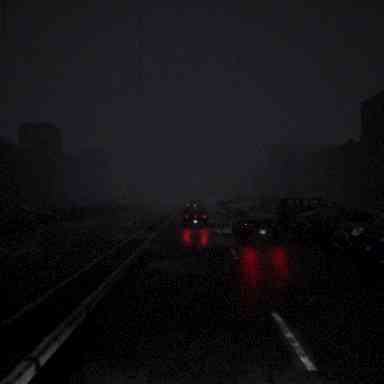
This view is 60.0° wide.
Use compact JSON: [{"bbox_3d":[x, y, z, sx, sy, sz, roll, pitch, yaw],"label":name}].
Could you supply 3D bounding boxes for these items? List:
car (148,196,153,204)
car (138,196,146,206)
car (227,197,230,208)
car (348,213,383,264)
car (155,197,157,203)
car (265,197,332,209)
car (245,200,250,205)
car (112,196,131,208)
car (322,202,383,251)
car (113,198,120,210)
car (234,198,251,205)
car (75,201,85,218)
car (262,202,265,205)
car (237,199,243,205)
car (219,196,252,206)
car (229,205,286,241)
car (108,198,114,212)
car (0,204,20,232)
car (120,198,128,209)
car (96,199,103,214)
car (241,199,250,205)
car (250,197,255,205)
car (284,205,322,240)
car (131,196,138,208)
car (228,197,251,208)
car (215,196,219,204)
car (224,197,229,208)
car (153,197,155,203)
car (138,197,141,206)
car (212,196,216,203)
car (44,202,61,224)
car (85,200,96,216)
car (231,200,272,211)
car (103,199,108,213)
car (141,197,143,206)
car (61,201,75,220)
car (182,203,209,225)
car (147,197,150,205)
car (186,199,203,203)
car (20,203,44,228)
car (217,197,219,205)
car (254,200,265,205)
[{"bbox_3d":[-12.205,2.267,77.145,5.008,1.535,2.097,0,-1,0],"label":"car"},{"bbox_3d":[-12.463,2.109,66.039,5.366,1.575,1.946,0,-1,0],"label":"car"},{"bbox_3d":[7.957,1.912,48.461,4.792,1.488,2.163,0,-1,0],"label":"car"},{"bbox_3d":[7.692,1.517,9.859,5.008,1.535,2.097,0,0,0],"label":"car"},{"bbox_3d":[-12.143,2.092,82.706,5.566,2.045,2.435,0,-1,0],"label":"car"},{"bbox_3d":[7.794,1.350,20.889,5.566,2.045,2.435,0,0,0],"label":"car"},{"bbox_3d":[7.862,1.728,31.915,4.792,1.488,2.163,0,-1,0],"label":"car"},{"bbox_3d":[-12.422,1.803,52.110,4.553,1.767,2.185,0,-1,0],"label":"car"},{"bbox_3d":[7.746,1.412,12.617,4.553,1.767,2.185,0,0,0],"label":"car"},{"bbox_3d":[-12.464,1.829,43.683,4.892,1.521,2.231,0,-1,0],"label":"car"},{"bbox_3d":[7.854,1.815,40.186,4.792,1.488,2.163,0,-1,0],"label":"car"},{"bbox_3d":[-12.598,1.711,29.788,4.792,1.488,2.163,0,-1,0],"label":"car"},{"bbox_3d":[7.753,1.653,23.646,4.792,1.488,2.163,0,-1,0],"label":"car"},{"bbox_3d":[7.837,1.784,37.430,4.792,1.488,2.163,0,-1,0],"label":"car"},{"bbox_3d":[7.934,1.740,56.735,5.566,2.045,2.435,0,-1,0],"label":"car"},{"bbox_3d":[3.203,1.618,17.259,1.812,1.442,4.674,0,0,0],"label":"car"},{"bbox_3d":[-12.509,1.826,40.904,4.792,1.488,2.163,0,-1,0],"label":"car"},{"bbox_3d":[-12.630,1.455,18.682,4.553,1.767,2.185,0,-1,0],"label":"car"},{"bbox_3d":[-12.410,1.933,49.238,4.674,1.452,2.002,0,-1,0],"label":"car"},{"bbox_3d":[-12.529,1.739,35.471,4.892,1.521,2.231,0,-1,0],"label":"car"},{"bbox_3d":[7.847,1.767,34.709,4.674,1.452,2.002,0,-1,0],"label":"car"},{"bbox_3d":[7.784,1.547,29.160,4.553,1.767,2.185,0,-1,0],"label":"car"},{"bbox_3d":[7.746,1.619,18.130,4.674,1.452,2.002,0,0,0],"label":"car"},{"bbox_3d":[-12.395,1.712,54.924,5.566,2.045,2.435,0,-1,0],"label":"car"},{"bbox_3d":[7.714,1.814,42.944,5.366,1.575,1.946,0,-1,0],"label":"car"},{"bbox_3d":[7.999,2.113,73.276,4.553,1.767,2.185,0,-1,0],"label":"car"},{"bbox_3d":[8.124,1.914,51.219,5.366,1.575,1.946,0,-1,0],"label":"car"},{"bbox_3d":[-12.179,2.306,79.924,4.892,1.521,2.231,0,-1,0],"label":"car"},{"bbox_3d":[-12.294,2.065,60.480,4.792,1.488,2.163,0,-1,0],"label":"car"},{"bbox_3d":[8.014,2.029,76.036,5.566,2.045,2.435,0,-1,0],"label":"car"},{"bbox_3d":[-12.619,1.629,24.230,5.008,1.535,2.097,0,0,0],"label":"car"},{"bbox_3d":[-12.540,1.710,32.692,5.008,1.535,2.097,0,-1,0],"label":"car"},{"bbox_3d":[8.101,1.845,45.705,5.366,1.575,1.946,0,-1,0],"label":"car"},{"bbox_3d":[-12.499,1.807,38.124,4.674,1.452,2.002,0,-1,0],"label":"car"},{"bbox_3d":[-12.271,2.103,63.257,4.792,1.488,2.163,0,-1,0],"label":"car"},{"bbox_3d":[-12.585,1.656,27.010,4.892,1.521,2.231,0,-1,0],"label":"car"},{"bbox_3d":[0.252,1.757,25.198,1.895,1.301,4.718,0,-1,0],"label":"car"},{"bbox_3d":[-12.240,2.188,71.470,5.008,1.535,2.097,0,-1,0],"label":"car"},{"bbox_3d":[0.353,1.681,42.287,2.097,1.767,4.553,0,-1,0],"label":"car"},{"bbox_3d":[-12.606,1.634,21.452,4.792,1.488,2.163,0,0,0],"label":"car"},{"bbox_3d":[7.991,2.111,65.003,5.008,1.535,2.097,0,-1,0],"label":"car"},{"bbox_3d":[7.793,1.647,26.402,5.008,1.535,2.097,0,-1,0],"label":"car"}]
